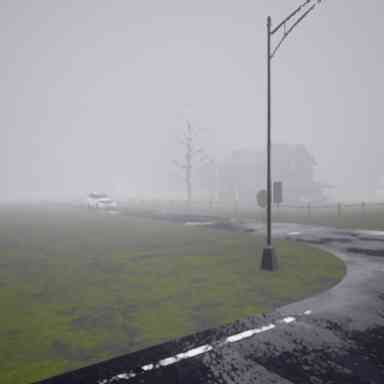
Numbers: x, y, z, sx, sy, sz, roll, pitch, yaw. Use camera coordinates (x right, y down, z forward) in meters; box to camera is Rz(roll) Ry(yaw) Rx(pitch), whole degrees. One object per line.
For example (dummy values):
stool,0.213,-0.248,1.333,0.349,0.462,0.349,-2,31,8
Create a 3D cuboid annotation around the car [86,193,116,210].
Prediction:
car,-11.400,1.123,41.320,2.150,2.045,5.566,0,0,-35
